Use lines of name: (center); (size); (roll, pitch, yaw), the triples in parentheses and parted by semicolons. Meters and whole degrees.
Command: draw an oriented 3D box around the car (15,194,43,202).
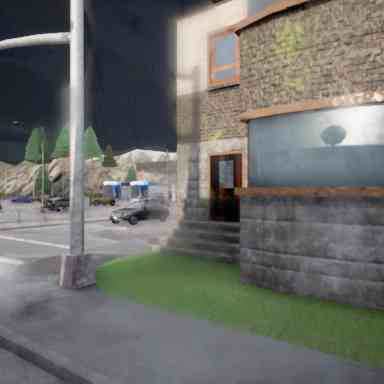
car: (-36.223, 1.331, 74.062); (2.152, 1.636, 5.027); (0, 0, 35)

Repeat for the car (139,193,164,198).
car: (-5.837, 1.085, 51.939); (1.905, 1.878, 3.866); (0, 0, 35)

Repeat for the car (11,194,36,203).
car: (-30.968, 1.322, 60.963); (1.845, 1.501, 3.633); (0, 0, 35)

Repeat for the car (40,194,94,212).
car: (-13.159, 1.307, 35.223); (2.007, 1.523, 4.514); (0, 0, 35)

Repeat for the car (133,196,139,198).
car: (-8.202, 1.368, 54.355); (1.970, 1.475, 3.806); (0, 0, 35)

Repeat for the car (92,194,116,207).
car: (-13.059, 1.105, 47.405); (1.932, 1.855, 4.605); (0, 0, 35)

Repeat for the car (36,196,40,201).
car: (-22.827, 1.303, 55.167); (2.007, 1.523, 4.514); (0, 0, 35)

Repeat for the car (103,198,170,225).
car: (-3.408, 1.346, 22.453); (1.812, 1.442, 4.674); (0, 0, 35)

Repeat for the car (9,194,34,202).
car: (-38.816, 1.339, 75.828); (2.007, 1.523, 4.514); (0, 0, 35)

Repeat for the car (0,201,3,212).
car: (-20.215, 1.240, 31.575); (1.970, 1.475, 3.806); (0, 0, 35)
